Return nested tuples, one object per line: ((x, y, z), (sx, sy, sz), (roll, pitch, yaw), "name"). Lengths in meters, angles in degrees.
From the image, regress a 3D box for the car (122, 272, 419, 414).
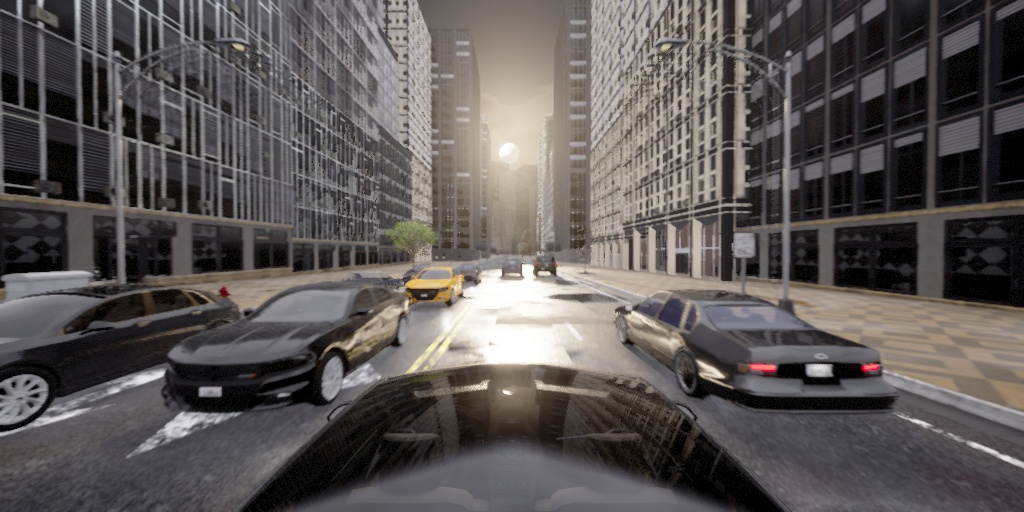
((-3.332, 1.226, 6.466), (1.882, 1.535, 5.008), (0, 0, 0), "car")

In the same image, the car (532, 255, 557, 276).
((3.291, 0.945, 36.641), (2.150, 2.045, 5.566), (0, 0, 0), "car")

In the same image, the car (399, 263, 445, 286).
((-6.473, 1.282, 26.553), (2.033, 1.411, 5.357), (0, 0, 0), "car")

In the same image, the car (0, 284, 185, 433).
((-6.599, 1.255, 5.578), (1.837, 1.490, 4.892), (0, 0, -1), "car")

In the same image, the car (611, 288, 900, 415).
((3.358, 1.294, 6.429), (2.033, 1.411, 5.357), (0, 0, 0), "car")

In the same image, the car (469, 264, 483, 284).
((-3.222, 1.281, 26.667), (2.033, 1.411, 5.357), (0, 0, 0), "car")

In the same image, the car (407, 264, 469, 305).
((-3.303, 1.220, 16.078), (1.882, 1.535, 5.008), (0, 0, 0), "car")

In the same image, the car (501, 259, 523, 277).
((0.040, 1.076, 35.919), (2.097, 1.767, 4.553), (0, 0, 0), "car")
